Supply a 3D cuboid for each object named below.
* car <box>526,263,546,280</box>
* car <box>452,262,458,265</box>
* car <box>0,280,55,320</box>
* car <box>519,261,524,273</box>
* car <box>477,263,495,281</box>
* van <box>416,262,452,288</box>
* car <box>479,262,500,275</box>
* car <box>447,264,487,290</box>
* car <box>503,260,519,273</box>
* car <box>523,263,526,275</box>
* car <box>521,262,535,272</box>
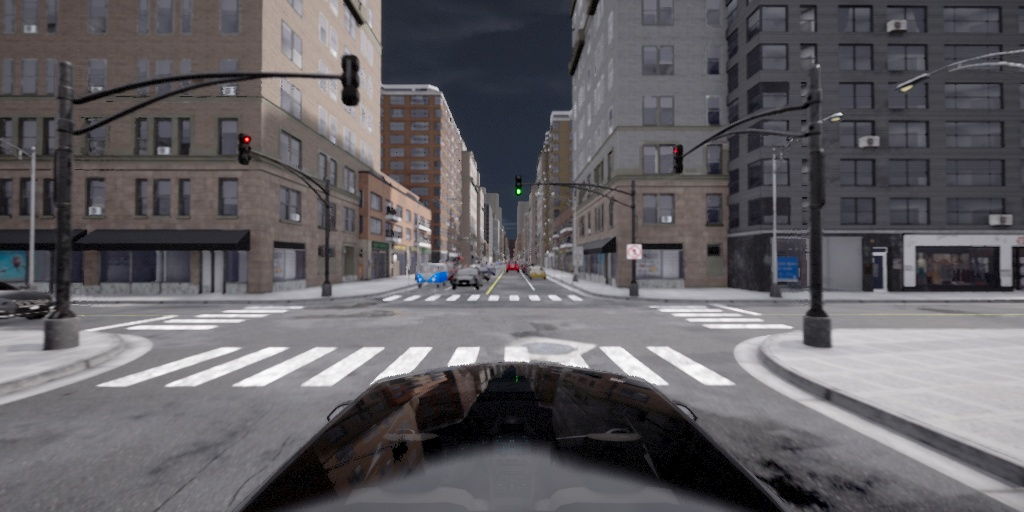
[{"bbox_3d":[2.676,1.746,37.905,1.751,1.417,4.829,0,0,0],"label":"car"},{"bbox_3d":[-5.851,1.462,32.118,2.192,1.841,5.009,0,0,0],"label":"car"},{"bbox_3d":[-17.573,1.392,11.302,4.892,1.490,1.837,0,-1,-2],"label":"car"},{"bbox_3d":[2.680,1.753,54.516,2.192,1.841,5.009,0,0,0],"label":"car"},{"bbox_3d":[-3.096,1.744,35.878,2.033,1.411,5.357,0,-1,0],"label":"car"},{"bbox_3d":[-5.852,1.415,26.522,1.690,1.789,3.998,0,0,0],"label":"van"},{"bbox_3d":[-3.084,1.897,47.711,2.033,1.411,5.357,0,-1,0],"label":"car"},{"bbox_3d":[-3.094,1.568,25.655,1.837,1.490,4.892,0,-1,0],"label":"car"},{"bbox_3d":[0.112,1.711,58.422,2.150,2.045,5.566,0,-1,0],"label":"car"},{"bbox_3d":[2.678,1.844,43.329,2.007,1.370,4.403,0,0,0],"label":"car"},{"bbox_3d":[2.679,1.932,48.922,1.948,1.339,4.313,0,0,0],"label":"car"}]
